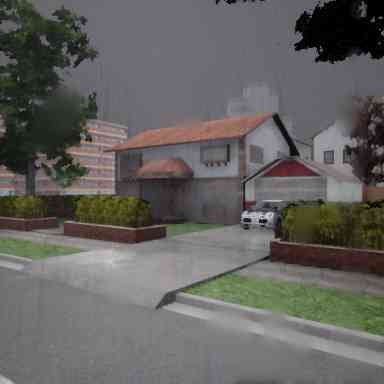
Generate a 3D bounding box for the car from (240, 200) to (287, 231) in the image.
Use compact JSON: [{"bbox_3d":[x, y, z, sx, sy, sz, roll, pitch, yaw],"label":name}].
[{"bbox_3d":[4.101,1.168,17.378,1.970,1.475,3.806,0,0,36],"label":"car"}]
